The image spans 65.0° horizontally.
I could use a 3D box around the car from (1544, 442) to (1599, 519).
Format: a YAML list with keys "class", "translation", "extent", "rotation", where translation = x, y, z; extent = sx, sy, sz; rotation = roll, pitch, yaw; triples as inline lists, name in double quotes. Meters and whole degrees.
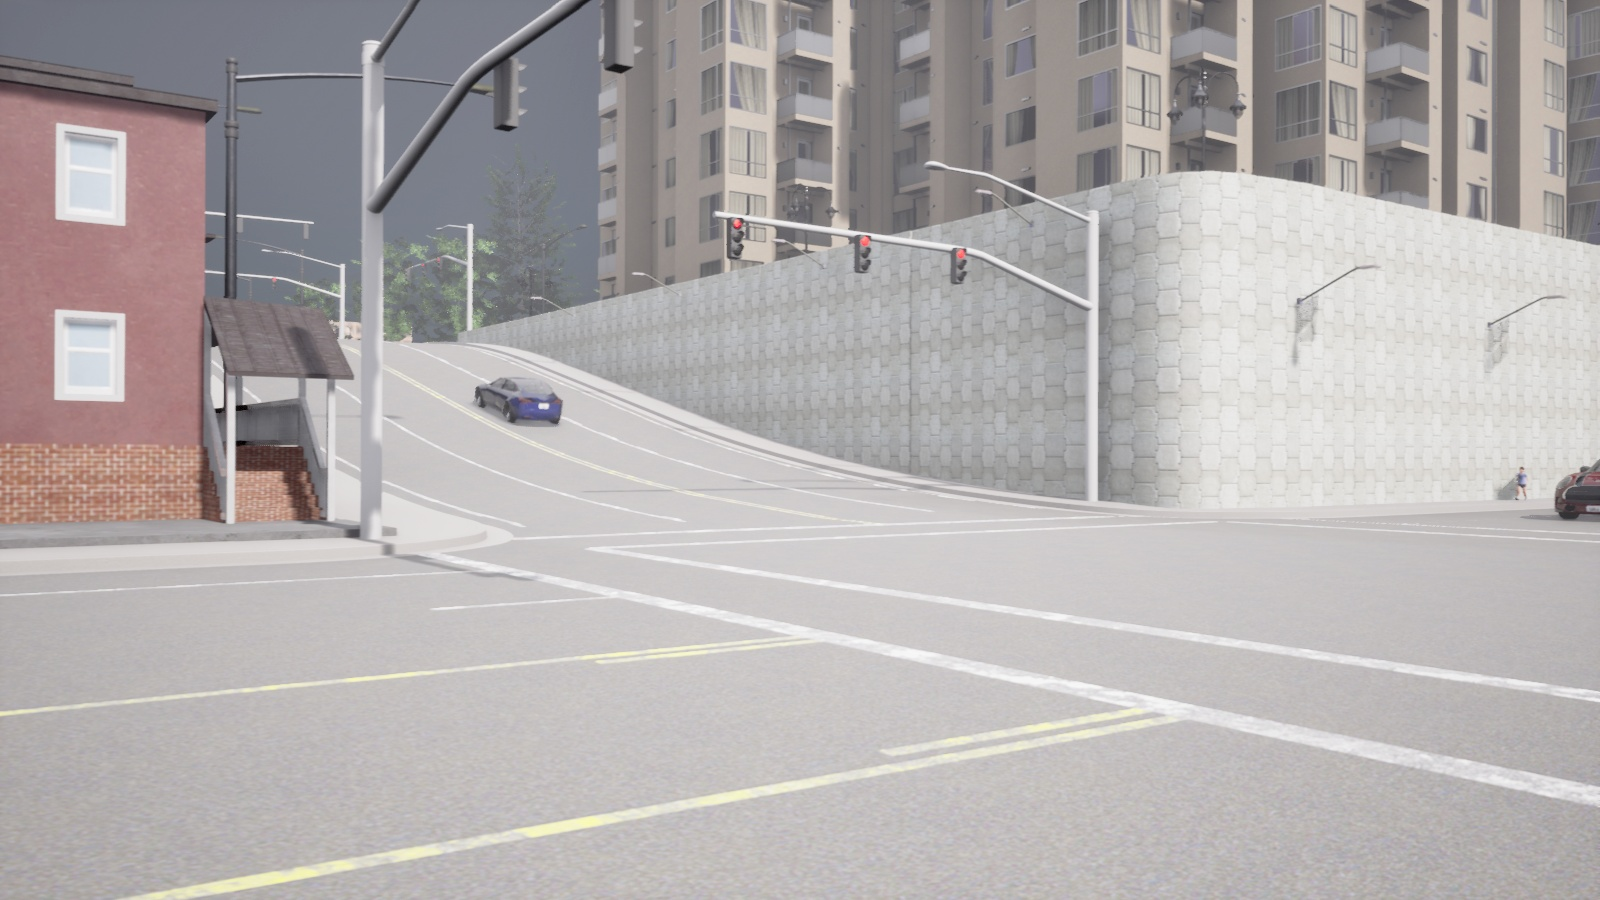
- class: "car"
  translation: [20.123, 0.702, 30.224]
  extent: [4.553, 1.767, 2.097]
  rotation: [0, 0, -34]

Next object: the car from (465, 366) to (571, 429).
- class: "car"
  translation: [-10.609, -2.004, 46.940]
  extent: [2.163, 1.488, 4.792]
  rotation: [0, 12, -35]

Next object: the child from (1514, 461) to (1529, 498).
- class: "child"
  translation: [22.217, 0.908, 38.682]
  extent: [0.394, 1.110, 0.255]
  rotation: [0, 0, -36]
